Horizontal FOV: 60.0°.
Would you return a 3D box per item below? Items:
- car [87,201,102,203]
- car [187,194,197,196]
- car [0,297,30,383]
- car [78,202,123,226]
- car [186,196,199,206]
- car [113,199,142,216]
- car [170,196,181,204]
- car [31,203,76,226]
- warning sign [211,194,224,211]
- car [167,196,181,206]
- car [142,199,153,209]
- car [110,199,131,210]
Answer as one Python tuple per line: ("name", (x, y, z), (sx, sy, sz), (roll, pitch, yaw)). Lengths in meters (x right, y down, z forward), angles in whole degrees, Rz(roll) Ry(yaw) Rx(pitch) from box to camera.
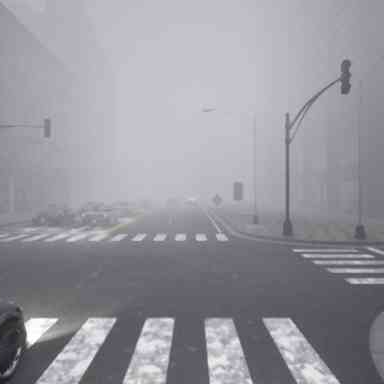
("car", (-9.849, 1.607, 33.675), (2.033, 1.411, 5.357), (0, 0, 0))
("car", (0.010, 1.320, 64.951), (2.150, 2.045, 5.566), (0, 0, 0))
("car", (-3.148, 1.570, 2.721), (1.994, 1.385, 4.181), (0, 0, 0))
("car", (-6.600, 1.648, 24.306), (1.895, 1.301, 4.718), (0, 0, -3))
("car", (0.102, 1.686, 54.730), (1.895, 1.301, 4.718), (0, 0, 0))
("car", (-6.591, 1.660, 33.464), (1.895, 1.301, 4.718), (0, 0, 0))
("car", (-3.242, 1.604, 65.336), (1.837, 1.490, 4.892), (0, 0, 0))
("car", (-9.852, 1.573, 24.105), (1.812, 1.442, 4.674), (0, 0, -2))
("warning sign", (2.850, 1.179, 37.447), (1.300, 1.860, 1.060), (0, 0, 0))
("car", (-3.145, 1.563, 55.282), (1.882, 1.535, 5.008), (0, 0, 0))
("car", (-6.588, 1.620, 46.053), (2.033, 1.411, 5.357), (0, 0, 0))
("car", (-9.839, 1.637, 45.897), (1.994, 1.385, 4.181), (0, 0, 0))
